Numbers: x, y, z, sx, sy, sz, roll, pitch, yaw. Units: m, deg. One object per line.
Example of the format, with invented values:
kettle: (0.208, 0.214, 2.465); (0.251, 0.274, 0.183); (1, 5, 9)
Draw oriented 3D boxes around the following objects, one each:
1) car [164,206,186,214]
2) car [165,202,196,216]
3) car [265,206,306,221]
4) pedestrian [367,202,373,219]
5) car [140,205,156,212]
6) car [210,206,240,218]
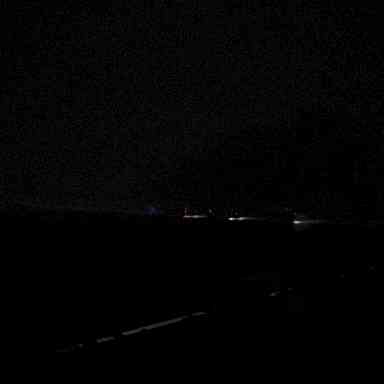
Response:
car: (-3.234, 3.318, 61.983); (1.895, 1.301, 4.718); (1, -2, -33)
car: (-1.591, 2.642, 52.756); (2.150, 2.045, 5.566); (1, -2, -33)
car: (9.793, 2.256, 35.342); (1.812, 1.442, 4.674); (1, -2, -33)
pedestrian: (18.911, 1.914, 35.292); (0.375, 1.860, 0.375); (-2, 1, -33)
car: (-9.418, 3.566, 71.262); (1.812, 1.442, 4.674); (1, -2, -33)
car: (4.270, 2.578, 43.777); (1.837, 1.490, 4.892); (1, -2, -33)
